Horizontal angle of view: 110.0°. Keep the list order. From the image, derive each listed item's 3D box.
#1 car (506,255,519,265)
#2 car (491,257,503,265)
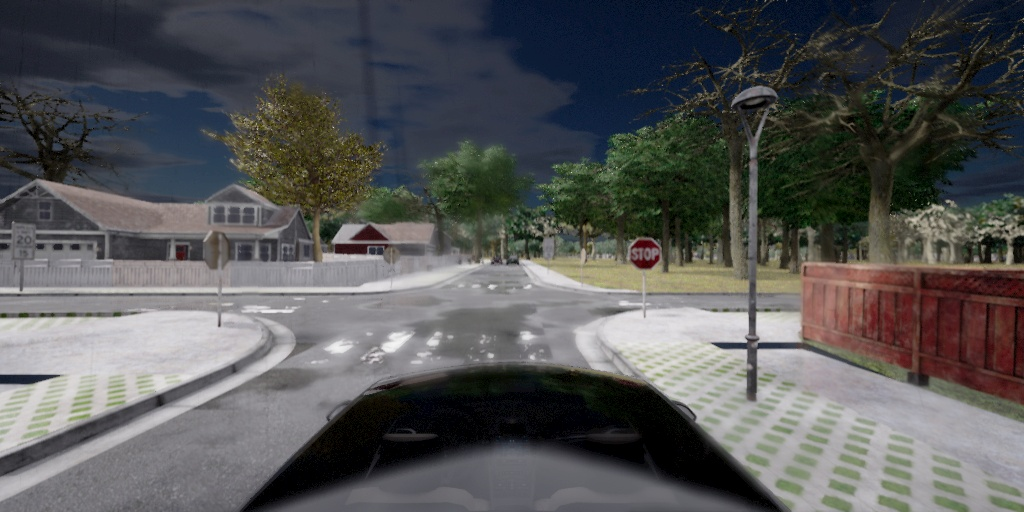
[{"bbox_3d":[0.115,0.601,58.619,2.097,1.767,4.553,0,0,0],"label":"car"},{"bbox_3d":[-2.624,0.783,63.241,1.994,1.385,4.181,0,0,0],"label":"car"}]
